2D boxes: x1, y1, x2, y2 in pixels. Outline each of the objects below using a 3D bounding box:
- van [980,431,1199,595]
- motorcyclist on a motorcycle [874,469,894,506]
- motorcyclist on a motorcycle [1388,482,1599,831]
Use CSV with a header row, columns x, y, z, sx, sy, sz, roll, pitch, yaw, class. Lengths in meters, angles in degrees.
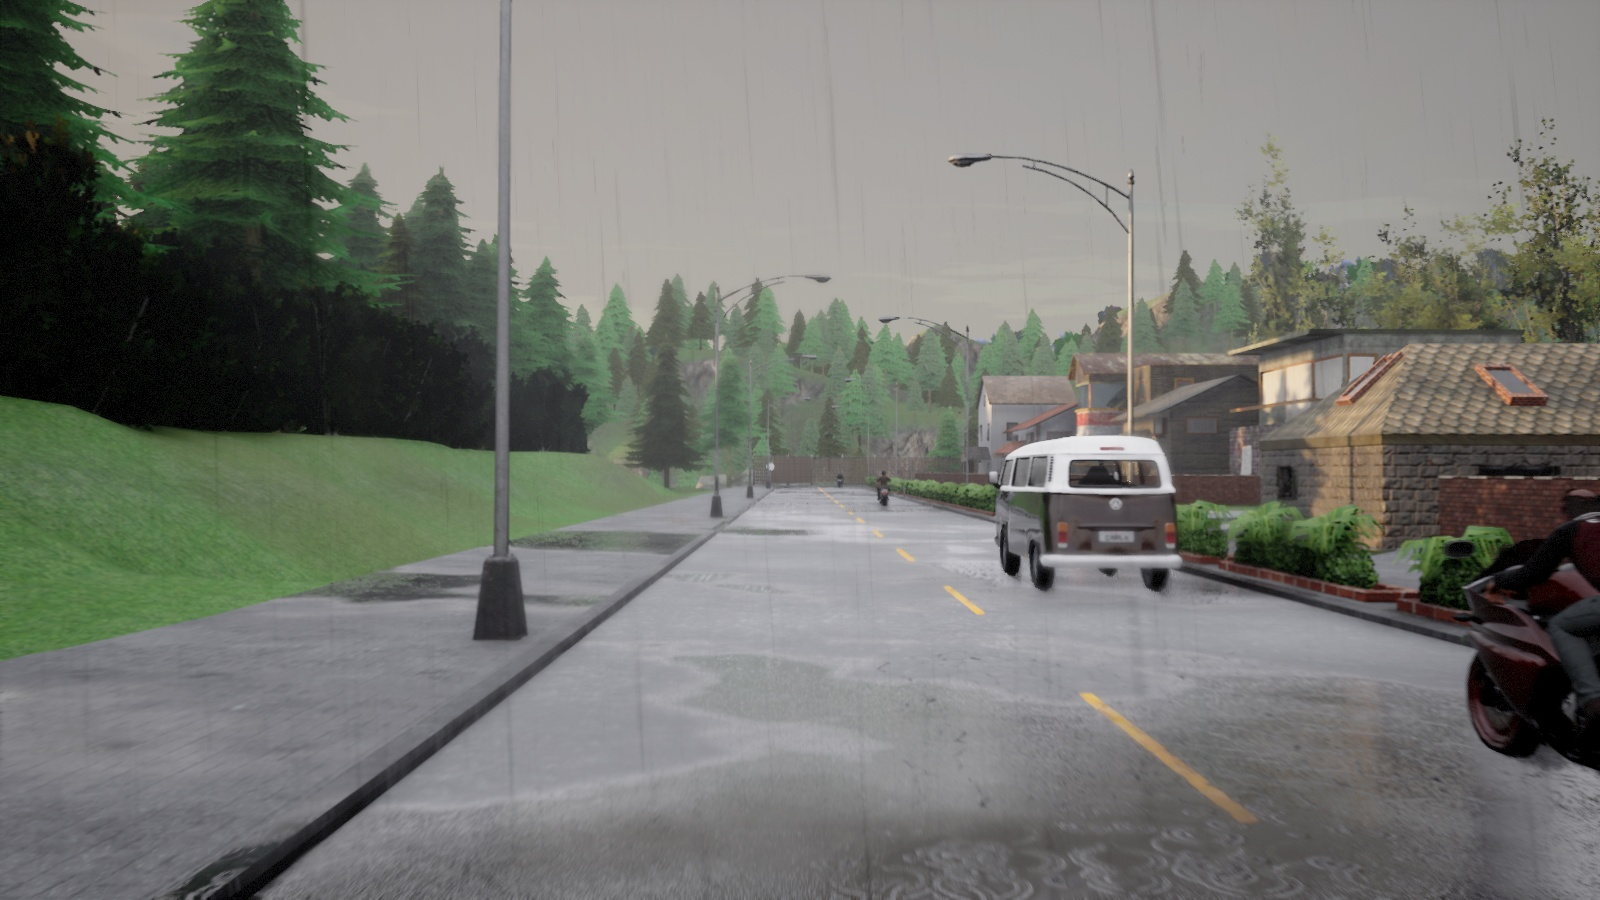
x,y,z,sx,sy,sz,roll,pitch,yaw,class
3.954,0.827,18.002,2.069,2.038,4.480,0,-1,0,van
3.870,1.734,58.115,0.766,1.649,2.350,0,-1,0,motorcyclist on a motorcycle
3.984,0.943,6.461,0.866,1.530,2.191,0,-1,0,motorcyclist on a motorcycle
